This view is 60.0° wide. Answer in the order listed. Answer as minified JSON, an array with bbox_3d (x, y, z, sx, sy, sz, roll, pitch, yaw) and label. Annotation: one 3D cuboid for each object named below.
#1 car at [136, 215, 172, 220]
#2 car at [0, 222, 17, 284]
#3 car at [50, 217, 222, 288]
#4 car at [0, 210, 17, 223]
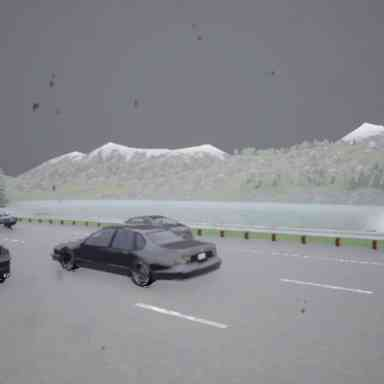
[{"bbox_3d":[-1.987,1.666,13.966,4.181,1.385,1.994,-1,-1,36],"label":"car"},{"bbox_3d":[-6.549,1.614,8.621,4.892,1.490,1.837,-1,0,36],"label":"car"},{"bbox_3d":[-1.802,1.622,9.503,5.357,1.411,2.033,-1,0,36],"label":"car"},{"bbox_3d":[-13.808,1.860,22.388,4.718,1.301,1.895,-1,0,36],"label":"car"}]
